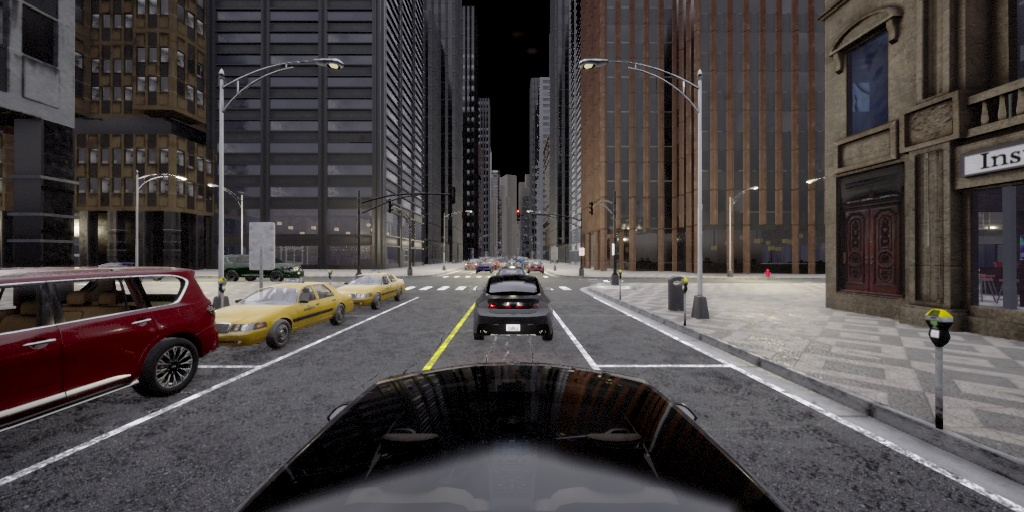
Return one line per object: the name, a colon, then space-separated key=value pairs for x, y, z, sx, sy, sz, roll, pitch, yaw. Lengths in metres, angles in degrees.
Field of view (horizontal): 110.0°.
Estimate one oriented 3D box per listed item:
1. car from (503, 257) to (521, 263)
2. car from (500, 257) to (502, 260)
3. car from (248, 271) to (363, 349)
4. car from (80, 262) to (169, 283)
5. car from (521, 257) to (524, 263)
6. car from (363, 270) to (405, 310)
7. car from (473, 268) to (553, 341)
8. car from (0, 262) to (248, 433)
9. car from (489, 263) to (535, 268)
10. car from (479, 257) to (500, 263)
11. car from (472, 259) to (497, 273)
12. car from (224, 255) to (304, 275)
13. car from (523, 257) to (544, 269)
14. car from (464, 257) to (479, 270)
car: x=-0.029 y=1.309 z=58.153 sx=2.033 sy=1.411 sz=5.357 roll=0 pitch=0 yaw=0
car: x=-3.213 y=1.115 z=61.960 sx=2.097 sy=1.767 sz=4.553 roll=0 pitch=0 yaw=0
car: x=-5.779 y=1.276 z=9.215 sx=1.751 sy=1.417 sz=4.829 roll=0 pitch=0 yaw=0
car: x=-28.574 y=1.189 z=26.541 sx=4.674 sy=1.442 sz=1.812 roll=0 pitch=0 yaw=0
car: x=2.628 y=1.312 z=58.628 sx=2.007 sy=1.370 sz=4.403 roll=0 pitch=0 yaw=0
car: x=-5.792 y=1.276 z=14.817 sx=1.751 sy=1.417 sz=4.829 roll=0 pitch=0 yaw=0
car: x=0.037 y=1.255 z=9.909 sx=1.837 sy=1.490 sz=4.892 roll=0 pitch=0 yaw=0
car: x=-5.766 y=1.065 z=3.784 sx=2.192 sy=1.841 sz=5.009 roll=0 pitch=0 yaw=0
car: x=-0.043 y=1.298 z=20.238 sx=2.033 sy=1.411 sz=5.357 roll=0 pitch=0 yaw=0
car: x=-3.205 y=1.111 z=52.010 sx=2.097 sy=1.767 sz=4.553 roll=0 pitch=0 yaw=0
car: x=-3.185 y=1.357 z=42.316 sx=1.895 sy=1.301 sz=4.718 roll=0 pitch=0 yaw=0
car: x=-18.582 y=0.915 z=26.652 sx=5.566 sy=2.045 sz=2.150 roll=0 pitch=0 yaw=1
car: x=2.668 y=1.196 z=41.801 sx=1.967 sy=1.591 sz=4.097 roll=0 pitch=0 yaw=0
car: x=-5.883 y=1.199 z=52.980 sx=1.967 sy=1.591 sz=4.097 roll=0 pitch=0 yaw=0
